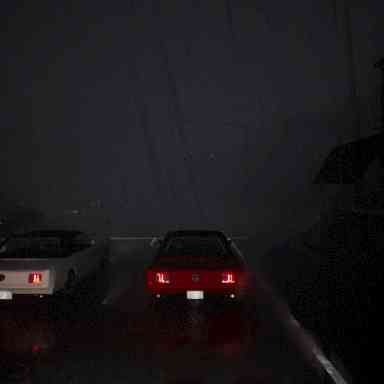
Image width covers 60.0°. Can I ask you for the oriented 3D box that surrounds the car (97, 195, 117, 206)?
[{"bbox_3d":[-14.093,1.353,55.239,2.097,1.767,4.553,0,0,0],"label":"car"}]

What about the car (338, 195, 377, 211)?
[{"bbox_3d":[14.158,1.057,28.512,4.181,1.385,1.994,-14,0,-1],"label":"car"}]

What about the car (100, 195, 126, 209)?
[{"bbox_3d":[-10.600,1.526,44.993,1.812,1.442,4.674,0,0,0],"label":"car"}]

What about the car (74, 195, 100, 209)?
[{"bbox_3d":[-14.104,1.491,44.216,2.128,1.511,4.902,0,0,0],"label":"car"}]

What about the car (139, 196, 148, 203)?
[{"bbox_3d":[-10.508,1.551,69.842,1.994,1.385,4.181,0,0,0],"label":"car"}]

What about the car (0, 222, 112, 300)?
[{"bbox_3d":[-3.424,1.601,8.305,1.895,1.301,4.718,0,0,0],"label":"car"}]

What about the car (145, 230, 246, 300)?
[{"bbox_3d":[0.077,1.601,8.323,1.895,1.301,4.718,0,0,0],"label":"car"}]

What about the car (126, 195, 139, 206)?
[{"bbox_3d":[-10.592,1.352,55.295,2.097,1.767,4.553,0,0,0],"label":"car"}]

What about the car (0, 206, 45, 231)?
[{"bbox_3d":[-10.603,1.547,19.679,2.033,1.411,5.357,0,0,0],"label":"car"}]

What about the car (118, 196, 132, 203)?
[{"bbox_3d":[-14.008,1.553,69.779,1.994,1.385,4.181,0,0,0],"label":"car"}]
